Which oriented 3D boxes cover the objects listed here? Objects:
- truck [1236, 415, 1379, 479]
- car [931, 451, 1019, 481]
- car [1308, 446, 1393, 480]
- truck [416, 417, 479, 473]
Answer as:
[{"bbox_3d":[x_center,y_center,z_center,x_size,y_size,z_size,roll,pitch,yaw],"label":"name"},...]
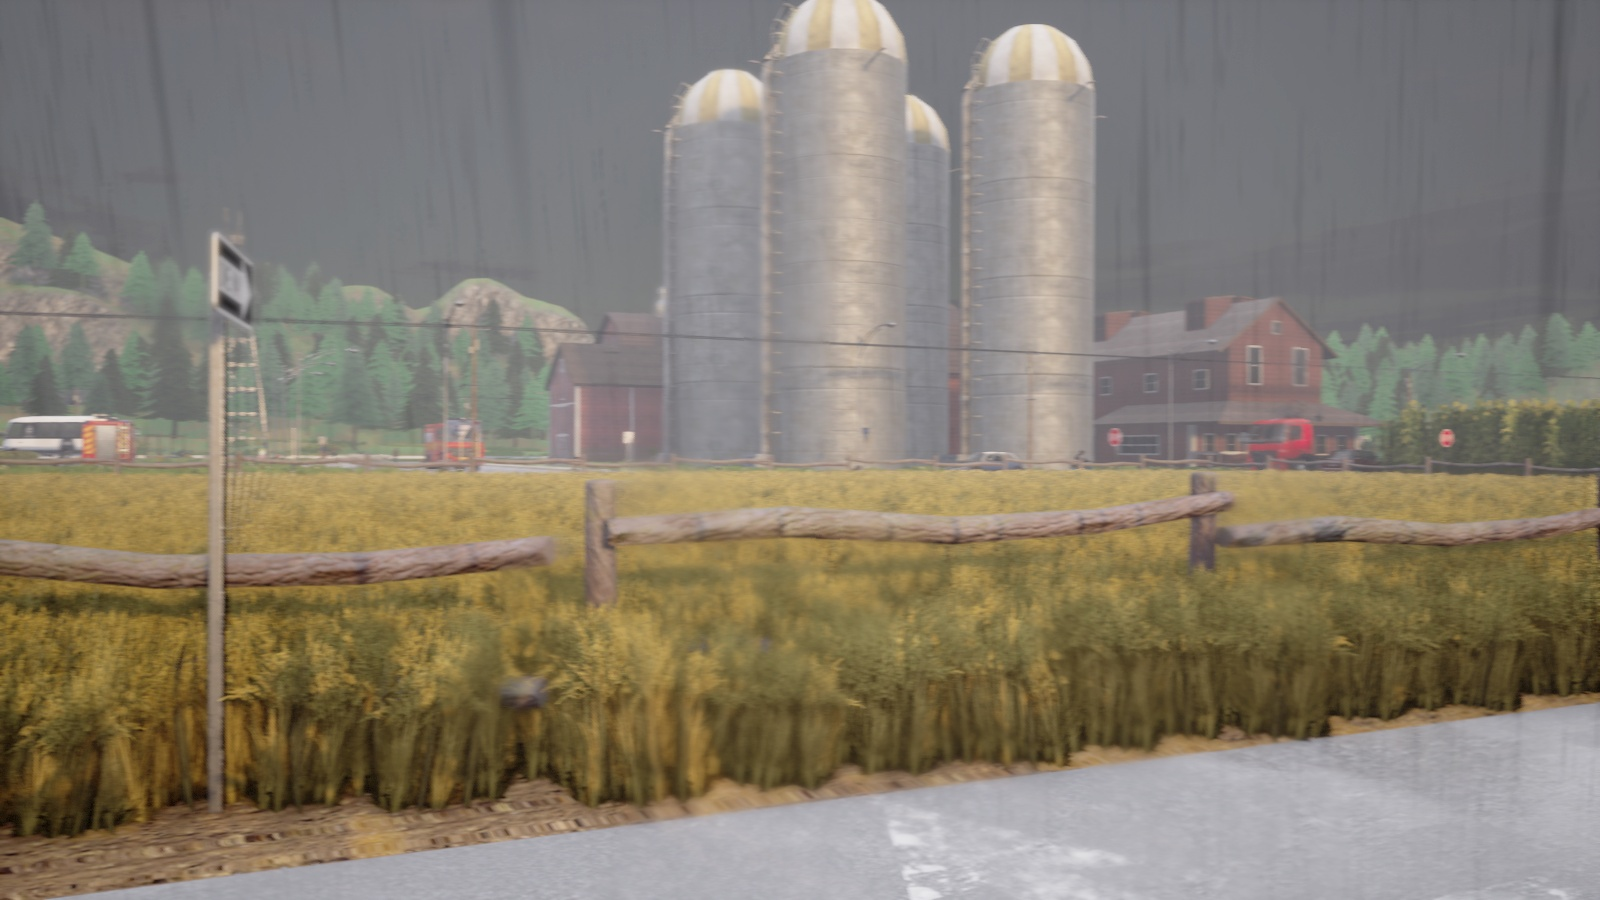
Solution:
[{"bbox_3d":[28.818,-0.179,71.288,7.936,3.462,2.891,0,0,-25],"label":"truck"},{"bbox_3d":[8.608,0.765,61.728,3.806,1.475,1.970,0,0,-25],"label":"car"},{"bbox_3d":[29.731,0.661,67.813,4.553,1.767,2.097,0,0,-34],"label":"car"},{"bbox_3d":[-25.749,-0.336,91.446,2.891,3.827,8.468,0,0,-26],"label":"truck"}]
